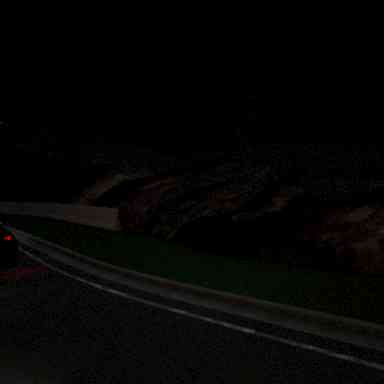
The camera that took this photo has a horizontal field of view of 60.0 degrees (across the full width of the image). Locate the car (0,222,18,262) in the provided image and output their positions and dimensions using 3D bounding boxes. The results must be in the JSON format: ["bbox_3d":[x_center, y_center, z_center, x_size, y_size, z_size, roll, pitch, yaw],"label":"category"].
[{"bbox_3d":[-7.374,1.539,11.278,1.994,1.385,4.181,0,0,-40],"label":"car"}]
